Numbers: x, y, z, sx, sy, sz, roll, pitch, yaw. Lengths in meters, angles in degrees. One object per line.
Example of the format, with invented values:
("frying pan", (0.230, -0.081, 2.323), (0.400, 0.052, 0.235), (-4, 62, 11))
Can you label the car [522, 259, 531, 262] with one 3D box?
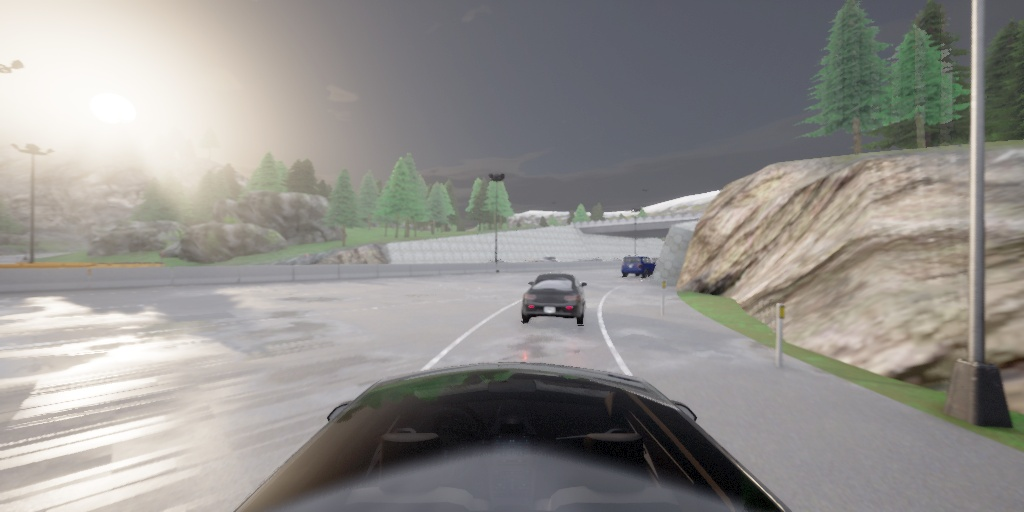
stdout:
("car", (2.974, 1.267, 61.172), (1.882, 1.535, 5.008), (0, 0, 43))

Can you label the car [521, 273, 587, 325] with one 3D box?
("car", (1.480, 1.289, 11.899), (1.812, 1.442, 4.674), (0, 0, 12))

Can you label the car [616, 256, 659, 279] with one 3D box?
("car", (12.500, 1.064, 34.813), (2.150, 2.045, 5.566), (0, 0, 39))

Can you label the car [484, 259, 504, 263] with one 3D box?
("car", (-3.209, 1.314, 64.782), (1.994, 1.385, 4.181), (0, 0, 43))

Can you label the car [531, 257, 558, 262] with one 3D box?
("car", (5.821, 1.285, 59.106), (1.882, 1.535, 5.008), (0, 0, 43))
